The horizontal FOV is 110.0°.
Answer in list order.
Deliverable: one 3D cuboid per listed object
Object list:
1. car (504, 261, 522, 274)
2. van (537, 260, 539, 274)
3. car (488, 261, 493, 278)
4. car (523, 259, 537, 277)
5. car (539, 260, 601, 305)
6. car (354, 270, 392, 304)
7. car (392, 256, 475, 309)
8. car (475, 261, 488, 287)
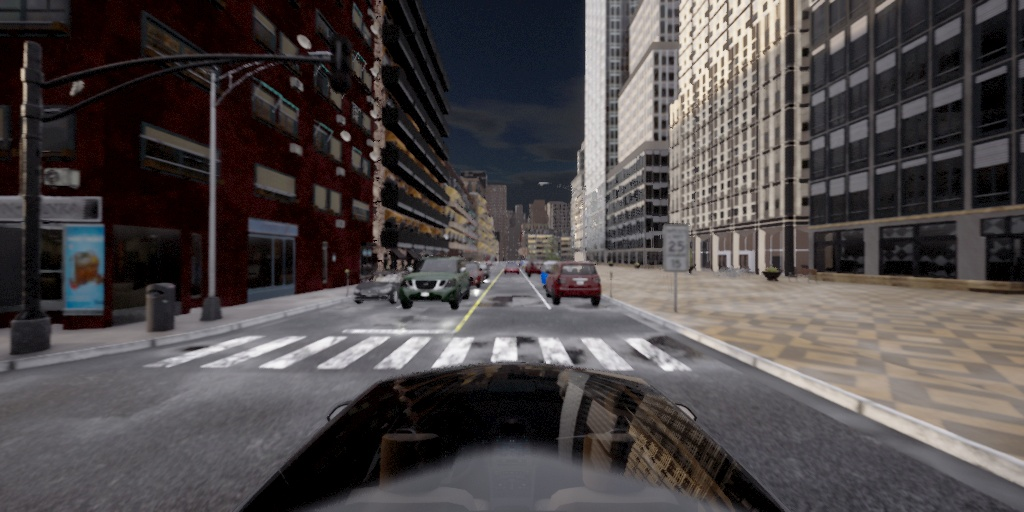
[{"bbox_3d":[-0.033,1.591,45.668,1.994,1.385,4.181,0,0,0],"label":"car"},{"bbox_3d":[2.673,1.214,21.999,1.690,1.789,3.998,0,0,0],"label":"van"},{"bbox_3d":[-3.117,1.462,35.154,1.812,1.442,4.674,0,0,0],"label":"car"},{"bbox_3d":[2.659,1.304,38.578,2.192,1.841,5.009,0,0,0],"label":"car"},{"bbox_3d":[2.678,1.152,16.474,2.192,1.841,5.009,0,0,0],"label":"car"},{"bbox_3d":[-5.702,1.348,16.467,2.007,1.370,4.403,0,0,0],"label":"car"},{"bbox_3d":[-3.090,1.026,15.533,2.150,2.045,5.566,0,0,0],"label":"car"},{"bbox_3d":[-3.107,1.220,25.351,2.097,1.767,4.553,0,0,0],"label":"car"}]
